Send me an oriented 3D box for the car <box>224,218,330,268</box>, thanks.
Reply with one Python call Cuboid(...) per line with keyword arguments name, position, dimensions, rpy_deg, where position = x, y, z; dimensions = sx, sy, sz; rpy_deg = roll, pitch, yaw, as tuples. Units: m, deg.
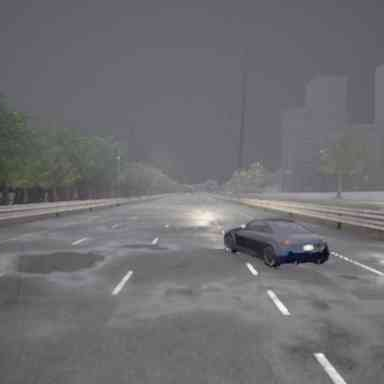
Cuboid(name="car", position=(2.727, 1.597, 11.604), dimensions=(1.994, 1.385, 4.181), rpy_deg=(0, 0, -19))
